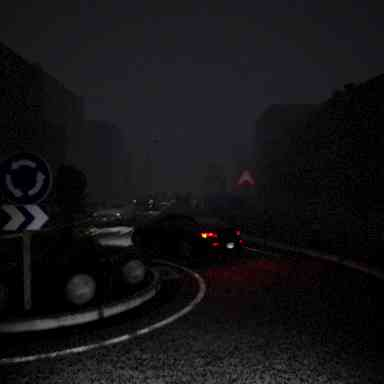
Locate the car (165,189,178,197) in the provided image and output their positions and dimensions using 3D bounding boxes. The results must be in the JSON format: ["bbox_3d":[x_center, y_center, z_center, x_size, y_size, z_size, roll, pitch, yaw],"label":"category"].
[{"bbox_3d":[-3.824,0.179,63.516,2.128,1.511,4.902,0,1,1],"label":"car"}]

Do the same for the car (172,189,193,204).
[{"bbox_3d":[-1.150,0.672,43.263,1.882,1.535,5.008,0,2,1],"label":"car"}]

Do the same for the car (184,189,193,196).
[{"bbox_3d":[-0.674,0.140,70.229,1.895,1.301,4.718,0,1,1],"label":"car"}]

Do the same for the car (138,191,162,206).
[{"bbox_3d":[-4.564,0.869,33.003,2.097,1.767,4.553,0,1,1],"label":"car"}]

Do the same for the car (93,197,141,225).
[{"bbox_3d":[-4.971,1.286,21.854,1.812,1.442,4.674,0,1,4],"label":"car"}]

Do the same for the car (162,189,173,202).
[{"bbox_3d":[-4.212,0.561,47.466,2.128,1.511,4.902,0,2,2],"label":"car"}]

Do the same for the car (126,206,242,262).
[{"bbox_3d":[-0.304,1.404,11.684,1.812,1.442,4.674,1,0,-39],"label":"car"}]
